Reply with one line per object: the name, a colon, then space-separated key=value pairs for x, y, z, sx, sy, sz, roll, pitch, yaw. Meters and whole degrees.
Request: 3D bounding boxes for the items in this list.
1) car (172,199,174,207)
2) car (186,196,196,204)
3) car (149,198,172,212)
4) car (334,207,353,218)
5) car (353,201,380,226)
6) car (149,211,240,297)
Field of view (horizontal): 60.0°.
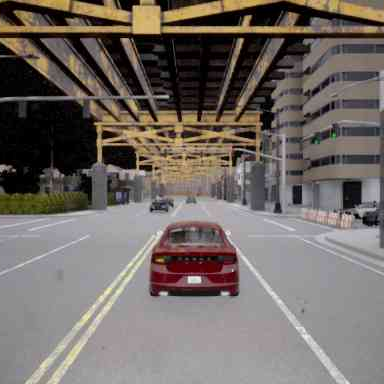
car: x=-3.722 y=1.547 z=50.501 sx=2.033 sy=1.411 sz=5.357 roll=0 pitch=0 yaw=-2
car: x=-0.153 y=1.547 z=63.319 sx=2.033 sy=1.411 sz=5.357 roll=0 pitch=0 yaw=0
car: x=-3.684 y=1.564 z=38.282 sx=1.994 sy=1.385 sz=4.181 roll=0 pitch=0 yaw=0
car: x=13.574 y=1.295 z=25.481 sx=4.536 sy=1.218 sz=1.853 roll=0 pitch=0 yaw=25
car: x=13.211 y=1.453 z=21.343 sx=4.974 sy=1.542 sz=2.038 roll=0 pitch=0 yaw=-20
car: x=0.053 y=1.478 z=8.643 sx=1.882 sy=1.535 sz=5.008 roll=0 pitch=0 yaw=0
